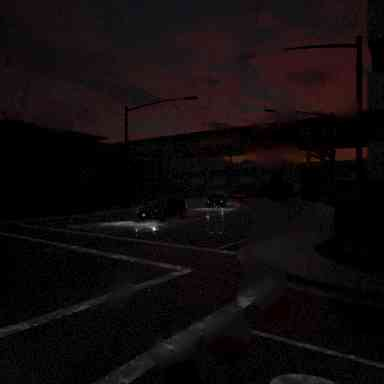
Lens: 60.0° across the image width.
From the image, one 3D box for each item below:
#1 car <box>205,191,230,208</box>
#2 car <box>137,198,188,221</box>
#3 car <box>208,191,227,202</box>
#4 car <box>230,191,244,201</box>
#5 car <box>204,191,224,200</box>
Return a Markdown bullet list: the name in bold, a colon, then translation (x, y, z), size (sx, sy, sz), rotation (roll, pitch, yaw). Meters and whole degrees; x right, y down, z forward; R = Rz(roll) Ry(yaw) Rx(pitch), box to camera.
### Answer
- **car**: translation (2.771, 0.926, 36.502), size (1.812, 1.442, 4.674), rotation (0, 1, 12)
- **car**: translation (-2.070, 1.215, 24.353), size (1.837, 1.490, 4.892), rotation (0, 2, 29)
- **car**: translation (3.725, 0.659, 49.124), size (2.128, 1.511, 4.902), rotation (0, 1, -5)
- **car**: translation (6.845, 0.642, 53.227), size (1.837, 1.490, 4.892), rotation (0, 0, -9)
- **car**: translation (4.163, 0.643, 63.286), size (1.837, 1.490, 4.892), rotation (0, 0, -24)
